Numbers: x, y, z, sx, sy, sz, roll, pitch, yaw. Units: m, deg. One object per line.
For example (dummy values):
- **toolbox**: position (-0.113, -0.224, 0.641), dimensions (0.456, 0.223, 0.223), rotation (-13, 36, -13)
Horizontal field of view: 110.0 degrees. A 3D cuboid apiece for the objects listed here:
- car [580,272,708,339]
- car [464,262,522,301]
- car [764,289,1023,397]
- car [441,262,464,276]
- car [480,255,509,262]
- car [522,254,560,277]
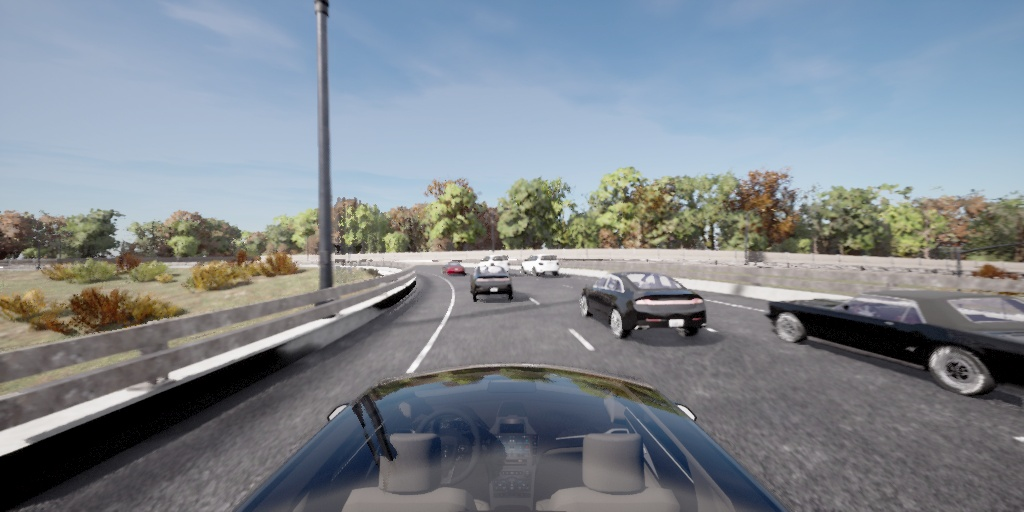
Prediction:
- **car**: position (3.229, 1.168, 9.804), dimensions (2.128, 1.511, 4.902), rotation (-1, 0, -4)
- **car**: position (-1.109, 1.220, 17.519), dimensions (2.128, 1.511, 4.902), rotation (-1, 0, -8)
- **car**: position (6.895, 1.226, 6.263), dimensions (1.895, 1.301, 4.718), rotation (-1, 0, -2)
- **car**: position (-6.281, 1.326, 38.121), dimensions (1.994, 1.385, 4.181), rotation (-1, 0, -20)
- **car**: position (-1.837, 0.915, 36.204), dimensions (2.150, 2.045, 5.566), rotation (-1, 0, -18)
- **car**: position (2.570, 0.849, 33.690), dimensions (2.150, 2.045, 5.566), rotation (-1, 0, -16)
